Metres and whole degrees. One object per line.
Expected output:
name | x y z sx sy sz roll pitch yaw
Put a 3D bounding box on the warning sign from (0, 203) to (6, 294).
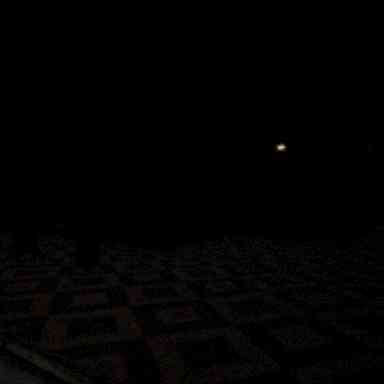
warning sign | -4.653 1.156 6.629 1.060 1.860 1.300 -1 0 35
